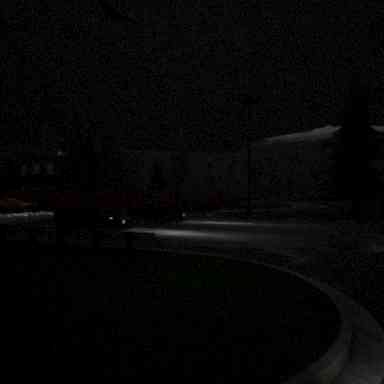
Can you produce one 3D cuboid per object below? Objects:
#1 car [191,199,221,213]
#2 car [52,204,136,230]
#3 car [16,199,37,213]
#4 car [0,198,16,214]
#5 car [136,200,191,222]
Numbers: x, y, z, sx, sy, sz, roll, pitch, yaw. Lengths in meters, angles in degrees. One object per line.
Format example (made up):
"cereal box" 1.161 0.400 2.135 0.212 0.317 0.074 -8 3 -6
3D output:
"car" 0.981 1.583 38.530 4.902 1.511 2.128 0 0 -18
"car" -6.338 1.509 20.669 4.902 1.511 2.128 0 0 22
"car" -19.776 1.469 37.298 5.008 1.535 1.882 0 0 22
"car" -20.944 1.456 33.997 5.008 1.535 1.882 0 0 22
"car" -2.929 1.539 26.848 4.902 1.511 2.128 0 0 22
